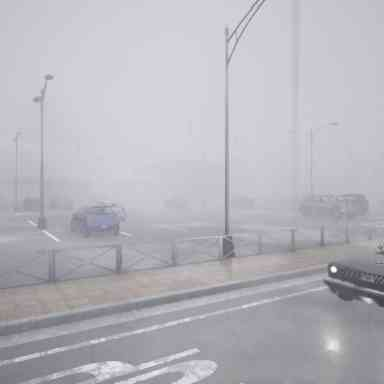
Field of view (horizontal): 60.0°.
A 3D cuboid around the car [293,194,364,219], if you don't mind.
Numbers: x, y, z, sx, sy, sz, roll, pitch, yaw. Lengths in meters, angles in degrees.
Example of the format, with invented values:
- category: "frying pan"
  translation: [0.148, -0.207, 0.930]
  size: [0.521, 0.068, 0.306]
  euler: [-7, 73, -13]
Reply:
- category: "car"
  translation: [10.823, 1.113, 26.692]
  size: [1.932, 1.855, 4.605]
  euler: [0, 0, -32]

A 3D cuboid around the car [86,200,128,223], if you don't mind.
- category: "car"
  translation: [-6.423, 1.399, 24.916]
  size: [1.970, 1.475, 3.806]
  euler: [0, 0, -32]

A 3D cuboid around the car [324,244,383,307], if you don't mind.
- category: "car"
  translation: [4.979, 1.601, 7.033]
  size: [4.718, 1.301, 1.895]
  euler: [0, 0, -32]

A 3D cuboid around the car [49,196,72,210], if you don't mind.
- category: "car"
  translation: [-16.113, 1.346, 40.870]
  size: [2.152, 1.636, 5.027]
  euler: [0, 0, -32]

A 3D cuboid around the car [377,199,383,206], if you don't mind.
- category: "car"
  translation: [28.658, 1.313, 46.869]
  size: [2.007, 1.523, 4.514]
  euler: [0, 0, -32]

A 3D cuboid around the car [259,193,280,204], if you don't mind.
- category: "car"
  translation: [12.999, 1.376, 58.927]
  size: [1.970, 1.475, 3.806]
  euler: [0, 0, -32]

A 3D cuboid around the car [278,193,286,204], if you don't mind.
- category: "car"
  translation: [16.149, 1.092, 60.155]
  size: [1.905, 1.878, 3.866]
  euler: [0, 0, -32]

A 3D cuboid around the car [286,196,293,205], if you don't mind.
- category: "car"
  translation: [17.490, 1.112, 51.735]
  size: [1.932, 1.855, 4.605]
  euler: [0, 0, -32]

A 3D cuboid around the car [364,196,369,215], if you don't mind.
- category: "car"
  translation: [13.078, 1.092, 28.570]
  size: [1.905, 1.878, 3.866]
  euler: [0, 0, -32]

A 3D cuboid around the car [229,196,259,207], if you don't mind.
- category: "car"
  translation: [6.520, 1.313, 45.790]
  size: [2.007, 1.523, 4.514]
  euler: [0, 0, -32]

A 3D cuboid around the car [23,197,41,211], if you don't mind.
- category: "car"
  translation: [-18.754, 1.355, 39.176]
  size: [2.007, 1.523, 4.514]
  euler: [0, 0, -32]

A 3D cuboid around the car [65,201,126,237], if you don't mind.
- category: "car"
  translation: [-5.056, 1.389, 17.037]
  size: [1.845, 1.501, 3.633]
  euler: [0, 0, -32]

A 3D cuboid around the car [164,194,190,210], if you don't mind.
- category: "car"
  translation: [-2.002, 1.335, 40.572]
  size: [1.845, 1.501, 3.633]
  euler: [0, 0, -32]
